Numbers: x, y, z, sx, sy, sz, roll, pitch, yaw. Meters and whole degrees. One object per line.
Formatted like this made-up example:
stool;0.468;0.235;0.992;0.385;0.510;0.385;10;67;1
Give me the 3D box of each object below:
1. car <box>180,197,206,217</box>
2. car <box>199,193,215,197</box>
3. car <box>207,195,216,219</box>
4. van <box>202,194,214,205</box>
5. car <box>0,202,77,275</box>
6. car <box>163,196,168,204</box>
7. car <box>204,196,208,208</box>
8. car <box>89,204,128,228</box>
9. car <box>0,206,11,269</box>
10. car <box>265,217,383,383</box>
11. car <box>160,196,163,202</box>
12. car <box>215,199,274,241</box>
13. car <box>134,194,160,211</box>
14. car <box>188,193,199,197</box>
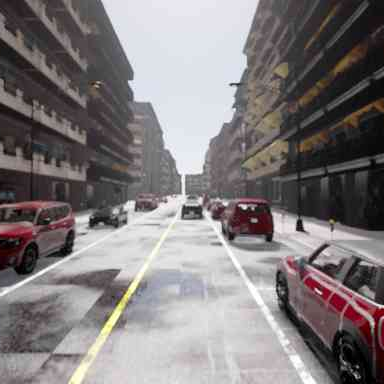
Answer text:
car;0.021;1.447;29.322;1.837;1.490;4.892;0;0;0
car;2.564;1.154;49.239;2.192;1.841;5.009;1;0;0
car;2.557;1.333;27.114;1.967;1.590;4.097;1;0;0
van;2.565;1.171;54.771;1.690;1.788;3.998;1;0;0
car;-5.289;1.269;10.580;2.192;1.841;5.009;1;0;0
car;-5.286;1.405;60.359;1.802;1.307;4.206;1;0;0
car;2.557;1.444;38.177;1.802;1.307;4.206;1;0;0
car;-5.293;1.477;21.644;1.947;1.339;4.313;1;0;0
car;-5.290;1.293;5.051;2.192;1.841;5.009;1;0;0
car;2.595;1.418;4.989;1.967;1.590;4.097;1;0;0
car;-5.288;1.394;43.765;1.887;1.381;4.507;1;0;0
car;2.558;1.247;16.050;2.192;1.841;5.009;1;0;0
car;-5.284;1.177;38.233;2.192;1.841;5.009;1;0;0
car;0.017;1.352;57.519;2.033;1.649;4.856;0;-2;0
